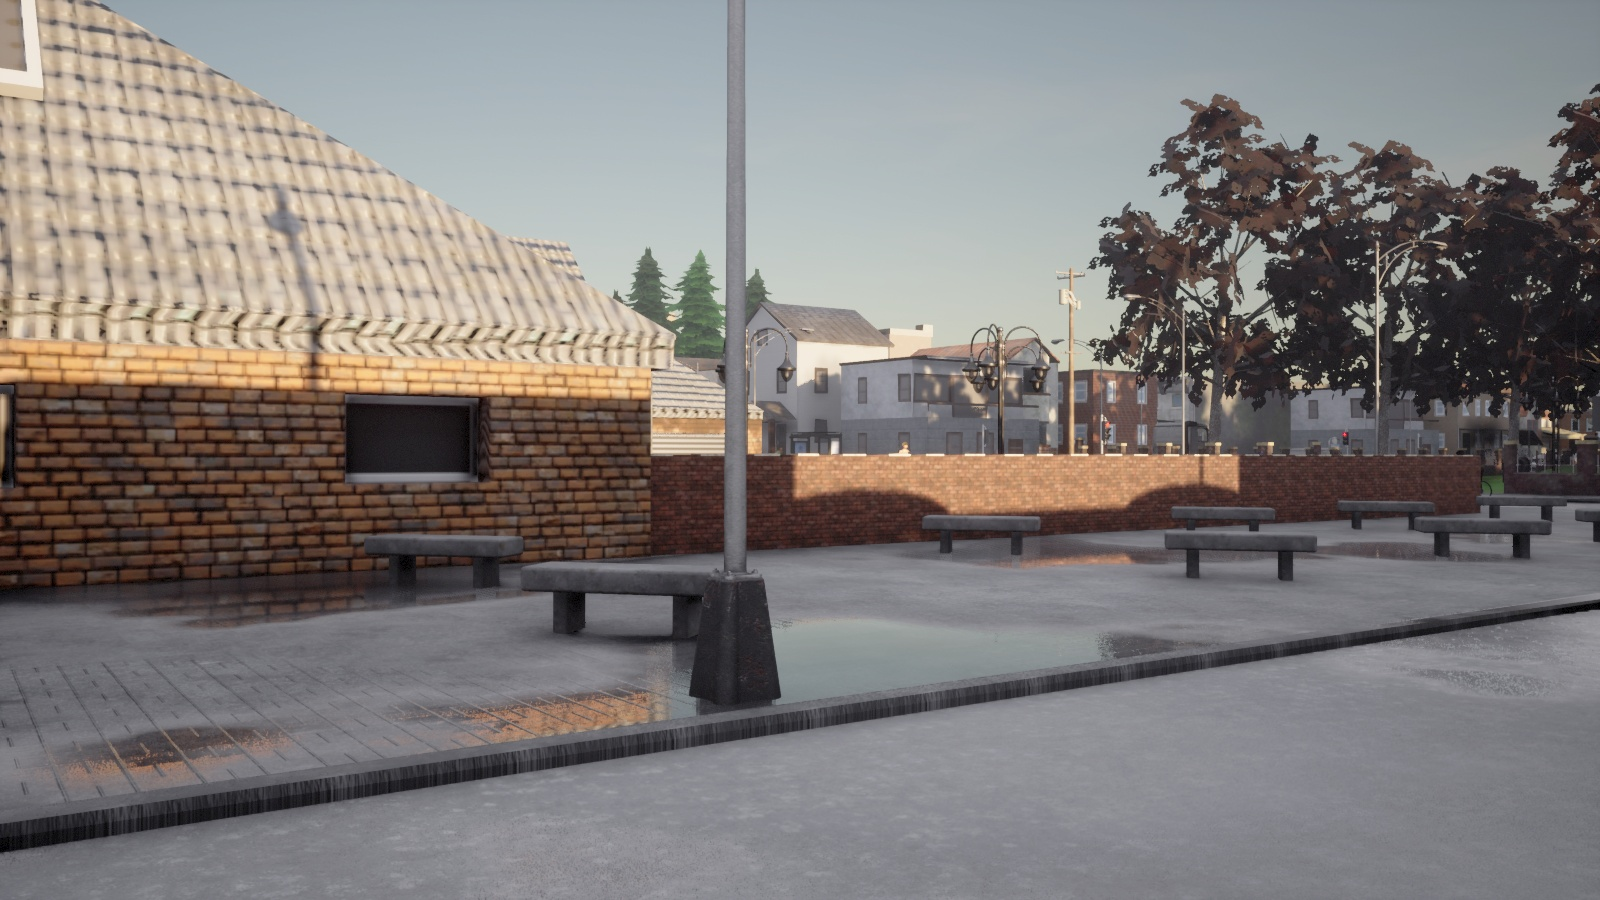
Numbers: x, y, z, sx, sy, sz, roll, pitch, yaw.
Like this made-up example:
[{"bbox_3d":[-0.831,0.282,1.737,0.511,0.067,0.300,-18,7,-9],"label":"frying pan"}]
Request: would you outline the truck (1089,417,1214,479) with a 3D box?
[{"bbox_3d":[20.808,-0.100,74.047,7.936,3.462,2.891,0,0,-37],"label":"truck"}]
